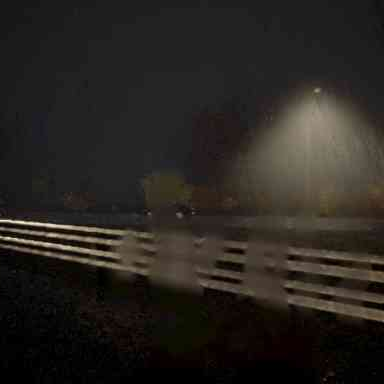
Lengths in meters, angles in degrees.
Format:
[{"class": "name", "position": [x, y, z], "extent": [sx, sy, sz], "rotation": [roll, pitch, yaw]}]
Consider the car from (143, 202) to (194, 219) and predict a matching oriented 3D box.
[{"class": "car", "position": [-2.230, 1.725, 31.421], "extent": [4.892, 1.490, 1.837], "rotation": [0, 0, 14]}]
